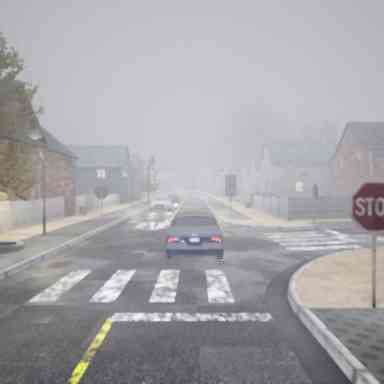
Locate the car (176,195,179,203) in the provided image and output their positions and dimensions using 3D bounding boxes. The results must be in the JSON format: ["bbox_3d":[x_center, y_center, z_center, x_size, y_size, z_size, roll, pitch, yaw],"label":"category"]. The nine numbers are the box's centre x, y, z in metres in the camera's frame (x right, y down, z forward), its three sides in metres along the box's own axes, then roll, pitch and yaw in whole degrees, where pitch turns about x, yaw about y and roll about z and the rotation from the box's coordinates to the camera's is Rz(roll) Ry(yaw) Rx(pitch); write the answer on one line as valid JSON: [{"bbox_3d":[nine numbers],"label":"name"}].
[{"bbox_3d":[-2.829,0.855,47.000,1.994,1.385,4.181,0,1,0],"label":"car"}]

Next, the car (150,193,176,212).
[{"bbox_3d":[-2.838,1.051,31.480,1.812,1.442,4.674,0,1,0],"label":"car"}]

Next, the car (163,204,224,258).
[{"bbox_3d":[0.085,1.364,11.822,2.033,1.411,5.357,0,1,0],"label":"car"}]
